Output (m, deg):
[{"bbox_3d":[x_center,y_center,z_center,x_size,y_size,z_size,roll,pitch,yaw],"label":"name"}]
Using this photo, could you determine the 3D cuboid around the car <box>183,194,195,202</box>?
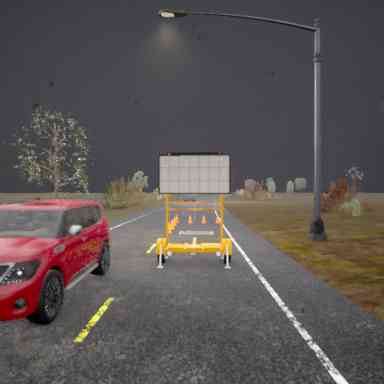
[{"bbox_3d":[-0.582,1.239,68.330,2.150,2.045,5.566,0,0,5],"label":"car"}]

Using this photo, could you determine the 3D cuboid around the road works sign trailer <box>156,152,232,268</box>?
[{"bbox_3d":[0.086,0.469,11.249,2.380,3.560,2.880,0,0,1],"label":"road works sign trailer"}]

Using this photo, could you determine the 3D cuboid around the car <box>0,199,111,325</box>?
[{"bbox_3d":[-3.423,1.224,7.490,2.150,2.045,5.566,0,0,1],"label":"car"}]
